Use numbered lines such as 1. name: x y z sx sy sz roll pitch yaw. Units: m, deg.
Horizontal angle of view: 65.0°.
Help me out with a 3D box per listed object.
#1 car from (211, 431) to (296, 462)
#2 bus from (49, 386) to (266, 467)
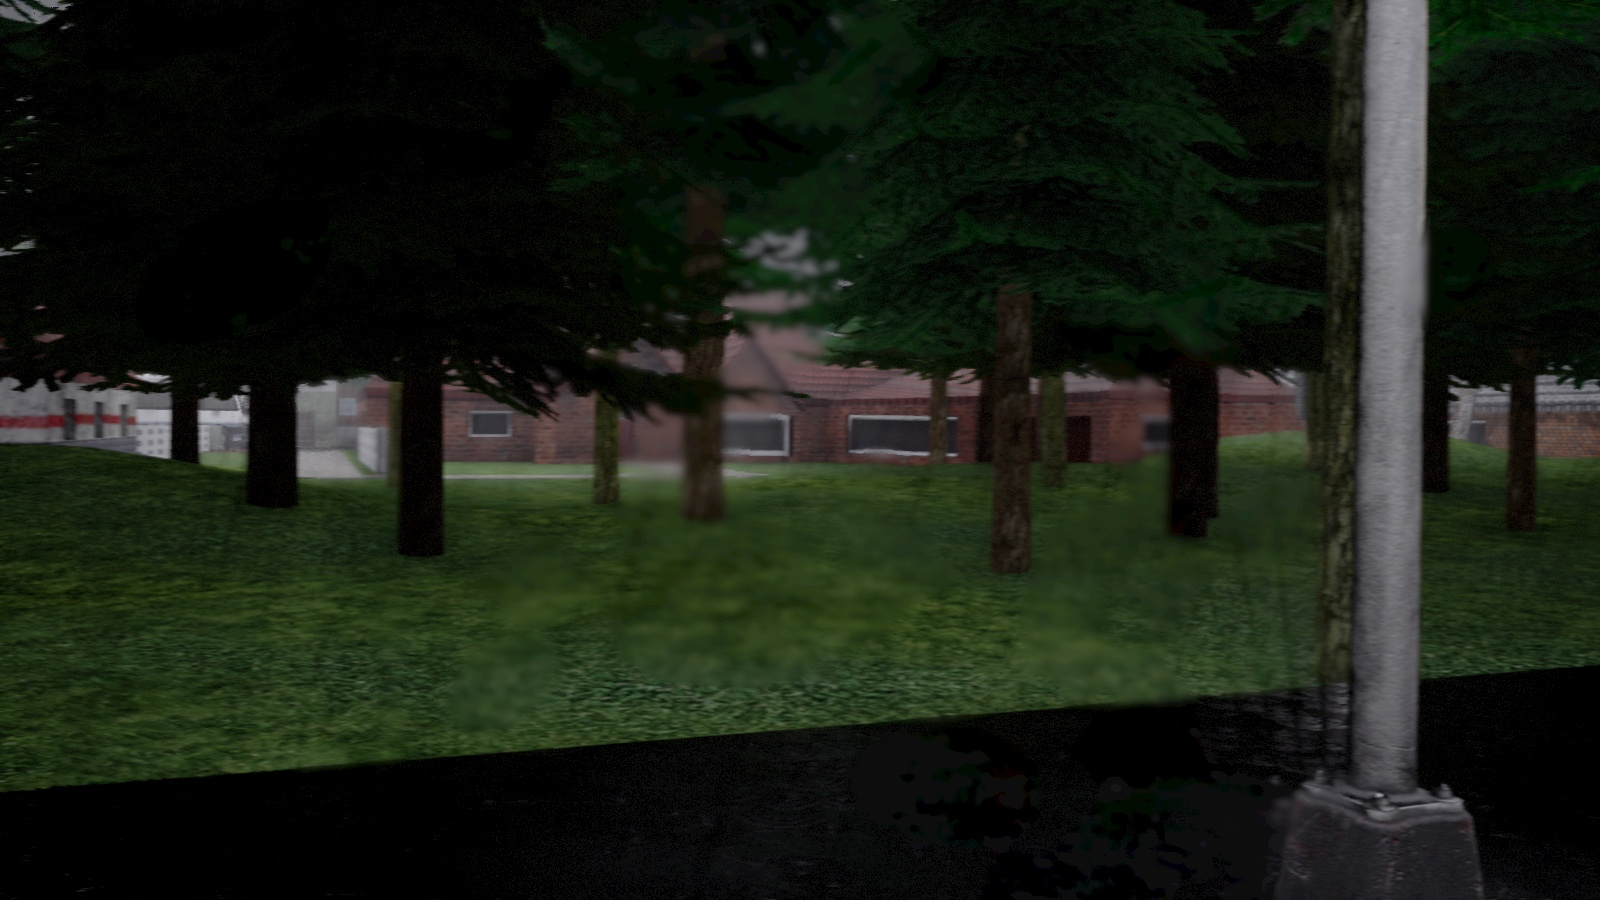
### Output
1. car: -32.576 -0.212 75.019 4.553 1.767 2.097 -1 1 -21
2. bus: -35.328 -1.330 69.678 10.273 4.253 3.944 -1 1 -21
